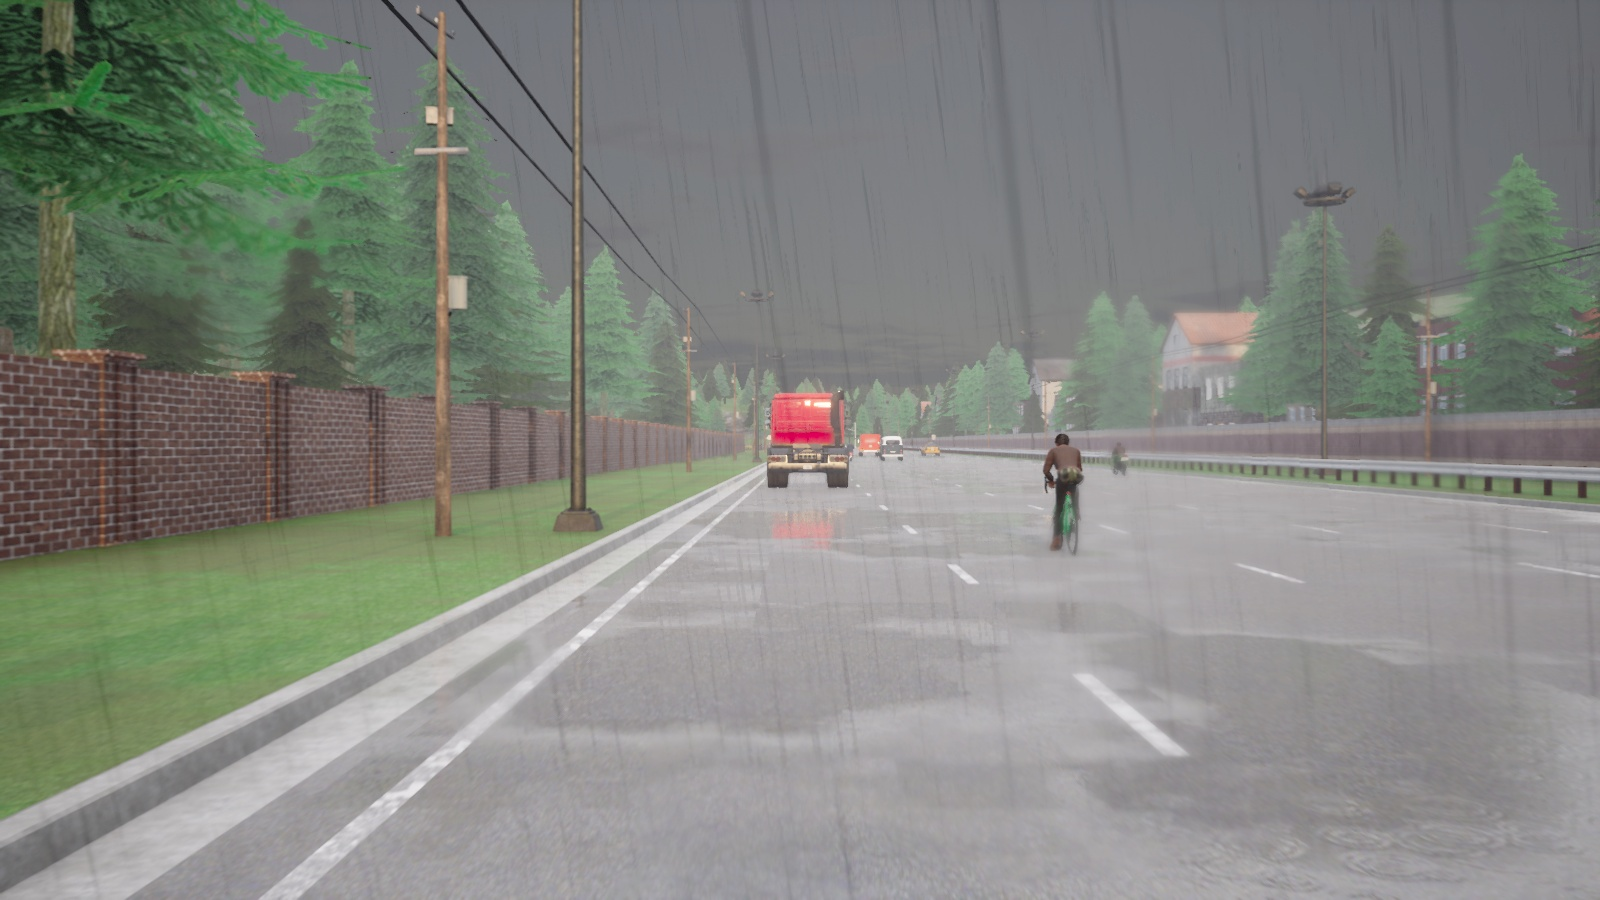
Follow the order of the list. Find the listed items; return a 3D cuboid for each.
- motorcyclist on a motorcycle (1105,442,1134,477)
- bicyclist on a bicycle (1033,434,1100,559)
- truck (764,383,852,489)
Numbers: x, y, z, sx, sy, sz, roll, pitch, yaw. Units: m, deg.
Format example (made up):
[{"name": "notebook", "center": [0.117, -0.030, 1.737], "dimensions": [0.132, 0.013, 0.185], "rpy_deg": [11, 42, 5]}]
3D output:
[{"name": "motorcyclist on a motorcycle", "center": [14.337, 0.423, 56.345], "dimensions": [0.797, 1.523, 2.044], "rpy_deg": [0, 0, 0]}, {"name": "bicyclist on a bicycle", "center": [3.613, 0.606, 17.130], "dimensions": [0.582, 1.620, 1.656], "rpy_deg": [0, 0, 0]}, {"name": "truck", "center": [0.273, -0.489, 45.170], "dimensions": [2.891, 3.462, 7.936], "rpy_deg": [0, 0, 0]}]
